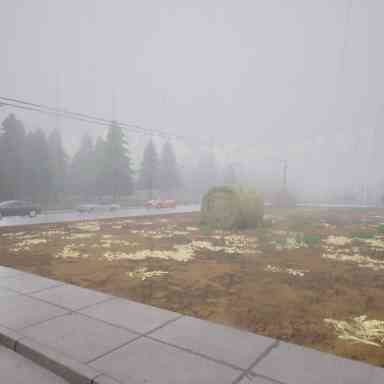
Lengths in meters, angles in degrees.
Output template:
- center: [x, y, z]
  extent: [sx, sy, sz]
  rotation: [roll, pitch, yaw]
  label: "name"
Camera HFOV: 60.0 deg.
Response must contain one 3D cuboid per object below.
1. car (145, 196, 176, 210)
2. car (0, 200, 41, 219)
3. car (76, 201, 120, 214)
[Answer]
- center: [-4.213, 1.379, 44.728]
  extent: [2.097, 1.767, 4.553]
  rotation: [0, 0, 37]
  label: "car"
- center: [-15.790, 1.531, 29.147]
  extent: [1.837, 1.490, 4.892]
  rotation: [0, 0, 37]
  label: "car"
- center: [-10.307, 1.628, 36.536]
  extent: [1.895, 1.301, 4.718]
  rotation: [0, 0, 37]
  label: "car"
